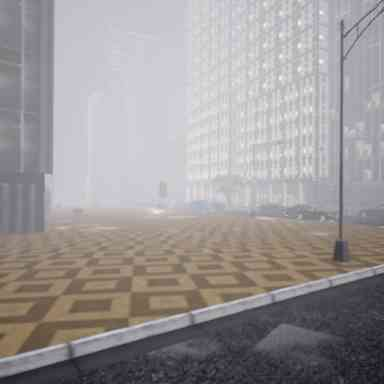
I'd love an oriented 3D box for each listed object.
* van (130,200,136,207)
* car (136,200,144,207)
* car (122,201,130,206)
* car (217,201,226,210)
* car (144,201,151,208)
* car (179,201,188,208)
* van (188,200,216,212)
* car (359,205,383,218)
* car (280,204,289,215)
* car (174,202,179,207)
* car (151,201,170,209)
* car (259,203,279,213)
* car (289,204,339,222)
[{"bbox_3d":[-12.897,2.697,80.010,1.690,1.788,3.998,-1,-1,-25],"label":"van"},{"bbox_3d":[-10.504,2.793,74.917,1.887,1.381,4.507,-1,-1,-25],"label":"car"},{"bbox_3d":[-17.673,3.117,90.190,1.887,1.381,4.507,-1,-1,-25],"label":"car"},{"bbox_3d":[4.036,2.381,57.435,1.837,1.490,4.892,0,-1,-24],"label":"car"},{"bbox_3d":[-8.043,2.663,69.672,1.752,1.417,4.829,-1,-1,-25],"label":"car"},{"bbox_3d":[-0.351,2.667,66.702,1.895,1.301,4.718,0,-1,-25],"label":"car"},{"bbox_3d":[1.441,2.064,49.464,1.690,1.788,3.998,-1,-1,-25],"label":"van"},{"bbox_3d":[18.590,1.929,32.655,2.008,1.369,4.403,-1,-1,-25],"label":"car"},{"bbox_3d":[11.781,1.950,33.560,2.033,1.411,5.357,0,-1,-25],"label":"car"},{"bbox_3d":[-2.918,2.890,78.476,1.802,1.307,4.206,-1,-1,-25],"label":"car"},{"bbox_3d":[-5.725,2.586,64.734,2.008,1.369,4.403,-1,-1,-25],"label":"car"},{"bbox_3d":[11.420,2.246,47.929,1.947,1.339,4.313,-1,-1,-25],"label":"car"},{"bbox_3d":[11.004,1.869,29.095,2.008,1.369,4.403,-1,-1,-25],"label":"car"}]
